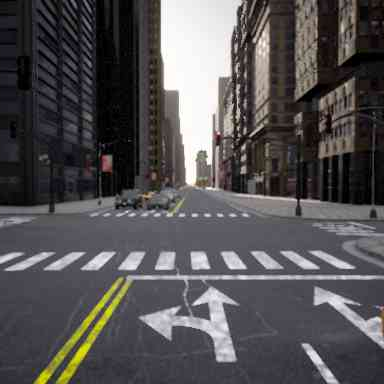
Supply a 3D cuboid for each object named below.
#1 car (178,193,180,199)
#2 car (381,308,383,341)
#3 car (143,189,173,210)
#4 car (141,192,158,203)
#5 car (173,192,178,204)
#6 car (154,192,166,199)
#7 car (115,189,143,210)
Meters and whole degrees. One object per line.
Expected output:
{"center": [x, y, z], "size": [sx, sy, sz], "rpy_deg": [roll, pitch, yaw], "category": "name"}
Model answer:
{"center": [-3.281, 0.677, 64.105], "size": [1.994, 1.385, 4.181], "rpy_deg": [0, 1, 0], "category": "car"}
{"center": [3.351, 1.447, 2.255], "size": [1.882, 1.535, 5.008], "rpy_deg": [0, 1, 0], "category": "car"}
{"center": [-3.349, 0.897, 34.043], "size": [2.097, 1.767, 4.553], "rpy_deg": [0, 1, 0], "category": "car"}
{"center": [-6.567, 0.769, 51.763], "size": [1.882, 1.535, 5.008], "rpy_deg": [0, 1, 0], "category": "car"}
{"center": [-3.338, 0.877, 47.599], "size": [1.812, 1.442, 4.674], "rpy_deg": [0, 1, 1], "category": "car"}
{"center": [-6.517, 0.658, 67.303], "size": [1.994, 1.385, 4.181], "rpy_deg": [0, 1, 0], "category": "car"}
{"center": [-6.601, 0.743, 35.283], "size": [2.150, 2.045, 5.566], "rpy_deg": [0, 2, 0], "category": "car"}
